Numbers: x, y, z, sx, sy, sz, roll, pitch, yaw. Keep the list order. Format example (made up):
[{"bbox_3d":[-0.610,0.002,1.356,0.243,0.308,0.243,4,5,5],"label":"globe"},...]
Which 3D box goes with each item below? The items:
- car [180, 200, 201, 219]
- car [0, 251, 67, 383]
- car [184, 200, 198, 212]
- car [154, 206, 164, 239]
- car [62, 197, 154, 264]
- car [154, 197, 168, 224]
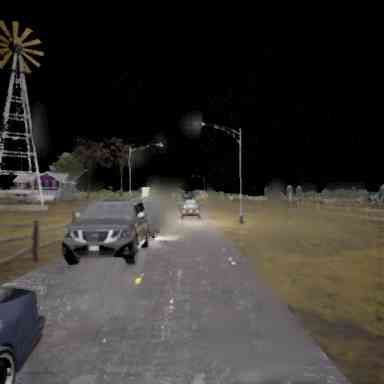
[{"bbox_3d":[-0.105,1.726,31.265,2.033,1.411,5.357,0,0,0],"label":"car"},{"bbox_3d":[-2.834,1.561,2.026,2.033,1.411,5.357,0,0,0],"label":"car"},{"bbox_3d":[-0.127,1.806,44.870,1.812,1.442,4.674,0,0,0],"label":"car"},{"bbox_3d":[-2.810,1.698,17.967,1.994,1.385,4.181,0,0,0],"label":"car"},{"bbox_3d":[-2.874,1.286,12.379,2.150,2.045,5.566,0,0,-1],"label":"car"},{"bbox_3d":[-2.899,1.349,23.166,2.150,2.045,5.566,0,0,1],"label":"car"}]
